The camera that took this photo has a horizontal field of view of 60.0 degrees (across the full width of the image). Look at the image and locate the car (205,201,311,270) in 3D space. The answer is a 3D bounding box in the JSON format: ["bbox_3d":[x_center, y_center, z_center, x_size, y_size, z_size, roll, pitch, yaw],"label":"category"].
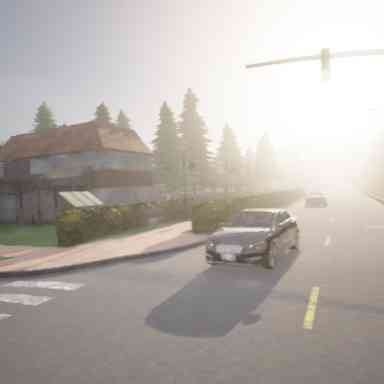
[{"bbox_3d":[2.092,1.289,10.514,2.128,1.511,4.902,-2,1,29],"label":"car"}]

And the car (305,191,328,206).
[{"bbox_3d":[12.363,0.642,33.012,1.994,1.385,4.181,-2,1,24],"label":"car"}]
